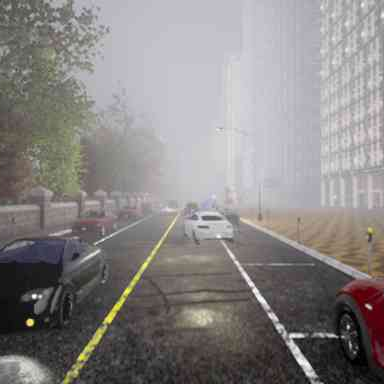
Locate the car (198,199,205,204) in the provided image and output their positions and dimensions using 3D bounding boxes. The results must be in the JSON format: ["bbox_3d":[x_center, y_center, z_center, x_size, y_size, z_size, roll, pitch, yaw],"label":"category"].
[{"bbox_3d":[2.611,2.567,93.030,2.008,1.369,4.403,0,-1,0],"label":"car"}]

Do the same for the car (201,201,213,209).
[{"bbox_3d":[2.641,2.206,59.238,1.802,1.307,4.206,0,-1,0],"label":"car"}]

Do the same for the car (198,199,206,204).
[{"bbox_3d":[2.615,2.529,87.398,1.802,1.307,4.206,0,-1,0],"label":"car"}]

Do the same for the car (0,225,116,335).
[{"bbox_3d":[-3.105,1.634,6.898,1.994,1.385,4.181,0,-1,0],"label":"car"}]

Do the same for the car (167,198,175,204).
[{"bbox_3d":[-5.769,2.456,93.024,1.967,1.590,4.097,0,-1,0],"label":"car"}]

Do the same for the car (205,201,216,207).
[{"bbox_3d":[2.660,1.959,36.711,1.802,1.307,4.206,0,-1,0],"label":"car"}]

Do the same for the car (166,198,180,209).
[{"bbox_3d":[-3.065,2.108,57.079,1.837,1.490,4.892,0,-1,0],"label":"car"}]

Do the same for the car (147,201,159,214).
[{"bbox_3d":[-5.725,1.982,42.336,1.887,1.381,4.507,0,-1,0],"label":"car"}]

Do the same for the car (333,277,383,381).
[{"bbox_3d":[3.111,1.384,3.042,2.097,1.767,4.553,0,-1,0],"label":"car"}]

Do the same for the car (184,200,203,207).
[{"bbox_3d":[0.065,1.922,38.508,1.812,1.442,4.674,0,-1,0],"label":"car"}]

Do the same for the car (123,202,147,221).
[{"bbox_3d":[-5.715,1.862,31.072,1.887,1.381,4.507,0,-1,0],"label":"car"}]

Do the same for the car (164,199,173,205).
[{"bbox_3d":[-5.759,2.447,81.760,1.947,1.339,4.313,0,-1,0],"label":"car"}]

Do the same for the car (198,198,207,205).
[{"bbox_3d":[2.621,2.321,81.769,1.967,1.590,4.097,0,-1,0],"label":"car"}]

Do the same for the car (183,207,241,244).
[{"bbox_3d":[0.759,1.695,16.671,1.812,1.442,4.674,0,0,-10],"label":"car"}]

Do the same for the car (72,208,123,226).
[{"bbox_3d":[-5.706,1.746,19.808,1.887,1.381,4.507,0,-1,0],"label":"car"}]

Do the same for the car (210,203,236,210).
[{"bbox_3d":[2.670,1.810,25.447,2.008,1.369,4.403,0,-1,0],"label":"car"}]

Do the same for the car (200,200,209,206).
[{"bbox_3d":[2.631,2.334,70.503,1.802,1.307,4.206,0,-1,0],"label":"car"}]

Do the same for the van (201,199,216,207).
[{"bbox_3d":[2.651,1.840,47.979,1.690,1.788,3.998,0,-1,0],"label":"van"}]

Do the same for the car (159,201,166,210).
[{"bbox_3d":[-5.735,2.085,53.431,1.752,1.417,4.829,0,-1,0],"label":"car"}]

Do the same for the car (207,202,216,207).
[{"bbox_3d":[2.665,1.900,31.080,1.802,1.307,4.206,0,-1,0],"label":"car"}]
